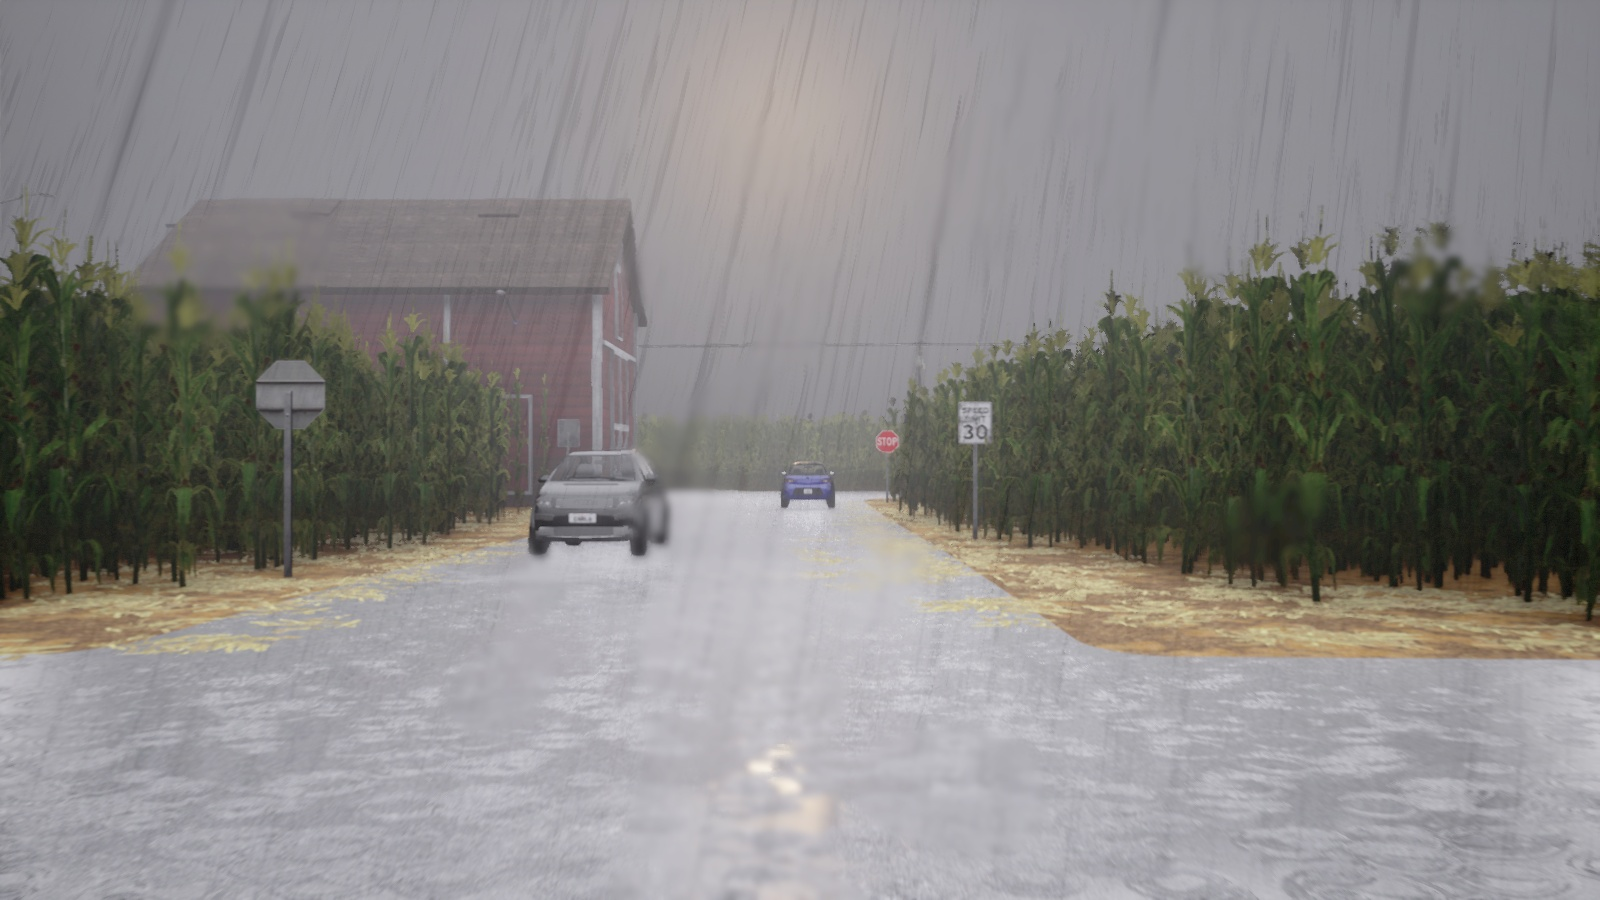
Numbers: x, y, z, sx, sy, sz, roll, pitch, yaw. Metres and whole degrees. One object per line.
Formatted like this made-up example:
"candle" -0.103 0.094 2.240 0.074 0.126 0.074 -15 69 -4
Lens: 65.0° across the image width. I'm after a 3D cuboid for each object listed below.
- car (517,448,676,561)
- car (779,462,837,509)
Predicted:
"car" -2.971 0.774 19.065 1.789 1.549 3.705 0 -1 0
"car" 0.258 1.123 41.119 1.816 1.474 4.193 0 -1 0
